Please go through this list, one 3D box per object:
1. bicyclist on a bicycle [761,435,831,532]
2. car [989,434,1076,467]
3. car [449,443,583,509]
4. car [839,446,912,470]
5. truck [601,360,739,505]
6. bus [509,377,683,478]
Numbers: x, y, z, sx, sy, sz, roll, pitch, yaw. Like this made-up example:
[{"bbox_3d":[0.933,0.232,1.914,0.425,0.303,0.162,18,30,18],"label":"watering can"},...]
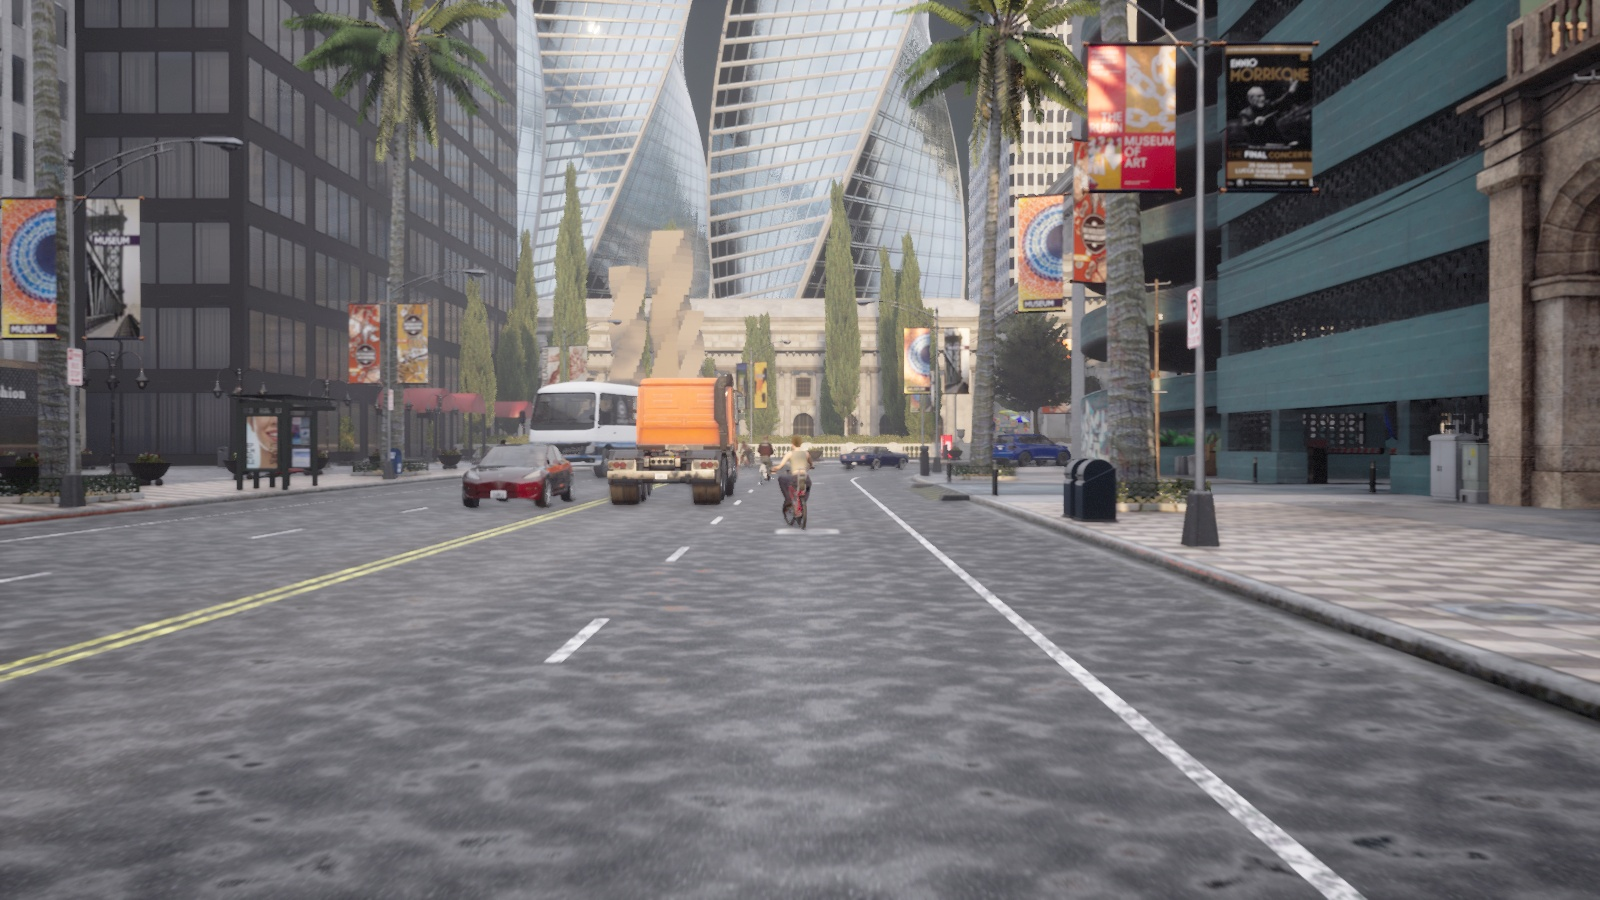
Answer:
[{"bbox_3d":[-0.090,0.560,21.890,0.866,1.612,1.509,0,0,-14],"label":"bicyclist on a bicycle"},{"bbox_3d":[14.904,0.024,80.462,5.566,2.045,2.150,0,0,-33],"label":"car"},{"bbox_3d":[-6.815,0.568,30.694,2.163,1.488,4.792,0,0,0],"label":"car"},{"bbox_3d":[4.291,0.451,70.796,1.895,1.301,4.718,0,0,35],"label":"car"},{"bbox_3d":[-3.296,-0.429,33.959,2.891,3.462,7.936,0,0,0],"label":"truck"},{"bbox_3d":[-9.128,-0.965,58.066,3.944,4.253,10.273,0,0,16],"label":"bus"}]
